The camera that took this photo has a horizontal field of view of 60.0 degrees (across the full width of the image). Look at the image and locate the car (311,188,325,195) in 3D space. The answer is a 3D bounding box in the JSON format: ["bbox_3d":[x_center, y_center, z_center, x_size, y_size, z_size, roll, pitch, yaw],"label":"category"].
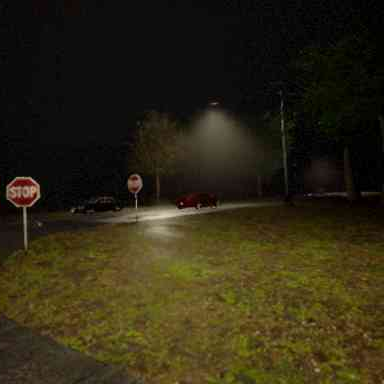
[{"bbox_3d":[27.100,-0.130,70.640,1.812,1.442,4.674,-3,-1,28],"label":"car"}]

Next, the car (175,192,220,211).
[{"bbox_3d":[0.588,0.709,28.068,1.882,1.535,5.008,-4,-1,34],"label":"car"}]

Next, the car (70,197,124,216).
[{"bbox_3d":[-7.941,1.190,27.977,2.128,1.511,4.902,-4,-1,34],"label":"car"}]

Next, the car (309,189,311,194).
[{"bbox_3d":[31.459,-0.213,85.755,1.837,1.490,4.892,-4,-1,34],"label":"car"}]
